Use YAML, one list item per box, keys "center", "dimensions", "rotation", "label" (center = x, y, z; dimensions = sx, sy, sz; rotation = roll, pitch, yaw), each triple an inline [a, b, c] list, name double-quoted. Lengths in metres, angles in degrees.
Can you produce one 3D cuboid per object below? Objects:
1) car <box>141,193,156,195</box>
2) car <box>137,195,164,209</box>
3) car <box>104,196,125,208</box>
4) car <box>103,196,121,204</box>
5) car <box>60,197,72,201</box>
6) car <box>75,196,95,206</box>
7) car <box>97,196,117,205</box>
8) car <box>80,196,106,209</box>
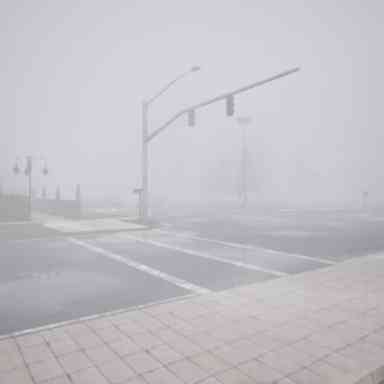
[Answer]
- center: [-6.644, 1.226, 53.099]
  dimensions: [2.150, 2.045, 5.566]
  rotation: [0, 0, -36]
  label: "car"
- center: [-6.113, 1.526, 46.417]
  dimensions: [1.812, 1.442, 4.674]
  rotation: [0, 0, -36]
  label: "car"
- center: [-11.471, 1.548, 47.827]
  dimensions: [2.033, 1.411, 5.357]
  rotation: [0, 0, -36]
  label: "car"
- center: [-15.824, 1.508, 65.822]
  dimensions: [1.837, 1.490, 4.892]
  rotation: [0, -1, -36]
  label: "car"
- center: [-21.149, 1.527, 55.194]
  dimensions: [1.812, 1.442, 4.674]
  rotation: [0, 1, -36]
  label: "car"
- center: [-18.552, 1.501, 57.584]
  dimensions: [1.837, 1.490, 4.892]
  rotation: [0, 1, -36]
  label: "car"
- center: [-15.005, 1.507, 58.657]
  dimensions: [1.837, 1.490, 4.892]
  rotation: [0, 0, -36]
  label: "car"
- center: [-13.848, 1.601, 45.146]
  dimensions: [1.895, 1.301, 4.718]
  rotation: [0, 0, -36]
  label: "car"
